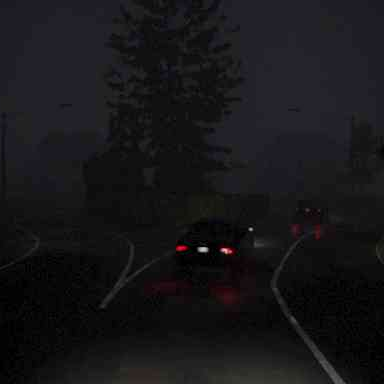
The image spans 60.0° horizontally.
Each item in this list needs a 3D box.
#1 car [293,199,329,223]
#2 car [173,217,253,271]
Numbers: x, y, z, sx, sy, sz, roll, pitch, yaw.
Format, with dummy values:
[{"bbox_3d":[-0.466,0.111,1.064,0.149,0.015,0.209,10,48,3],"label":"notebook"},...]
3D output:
[{"bbox_3d":[9.403,1.351,26.096,2.097,1.767,4.553,0,0,28],"label":"car"},{"bbox_3d":[0.929,1.548,11.075,2.033,1.411,5.357,0,0,15],"label":"car"}]
